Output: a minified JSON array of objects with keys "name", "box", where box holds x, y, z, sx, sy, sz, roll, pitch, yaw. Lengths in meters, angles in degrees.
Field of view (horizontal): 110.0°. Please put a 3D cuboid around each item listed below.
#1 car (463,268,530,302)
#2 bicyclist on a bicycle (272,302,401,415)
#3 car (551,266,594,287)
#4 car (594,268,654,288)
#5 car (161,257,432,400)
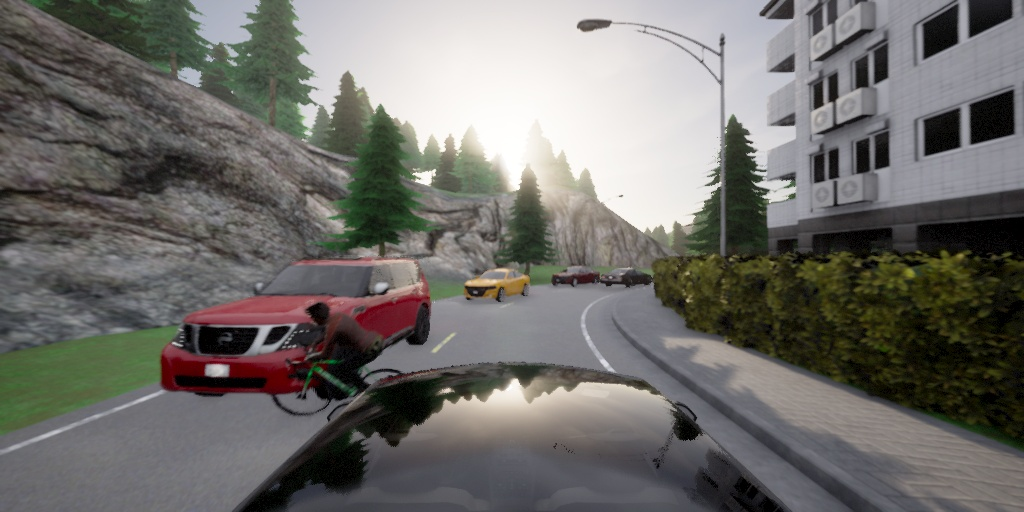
[{"name":"car","box":[-0.661,1.427,18.686,1.882,1.535,5.008,0,-1,24]},{"name":"bicyclist on a bicycle","box":[-2.047,1.275,4.292,1.656,1.620,0.582,0,24,-11]},{"name":"car","box":[5.004,1.538,27.996,1.882,1.535,5.008,-1,-1,41]},{"name":"car","box":[8.694,1.595,26.869,5.357,1.411,2.033,1,-1,-45]},{"name":"car","box":[-3.253,1.031,6.984,2.150,2.045,5.566,0,-1,5]}]
